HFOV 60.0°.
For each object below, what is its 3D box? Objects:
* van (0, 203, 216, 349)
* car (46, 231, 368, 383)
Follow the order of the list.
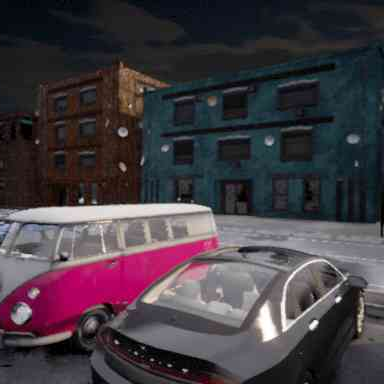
[{"bbox_3d":[-1.336,1.225,5.957,1.878,1.987,4.442,0,0,36],"label":"van"},{"bbox_3d":[0.993,1.470,4.431,2.231,1.521,4.892,0,0,36],"label":"car"}]
